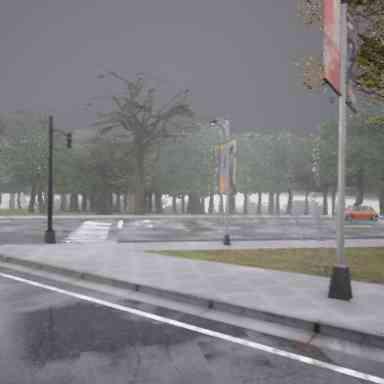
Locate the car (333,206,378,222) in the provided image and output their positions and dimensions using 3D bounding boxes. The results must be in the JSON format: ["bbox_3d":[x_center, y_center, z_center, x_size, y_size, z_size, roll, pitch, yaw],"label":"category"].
[{"bbox_3d":[17.812,2.294,36.324,4.553,1.767,2.097,1,0,-11],"label":"car"}]
